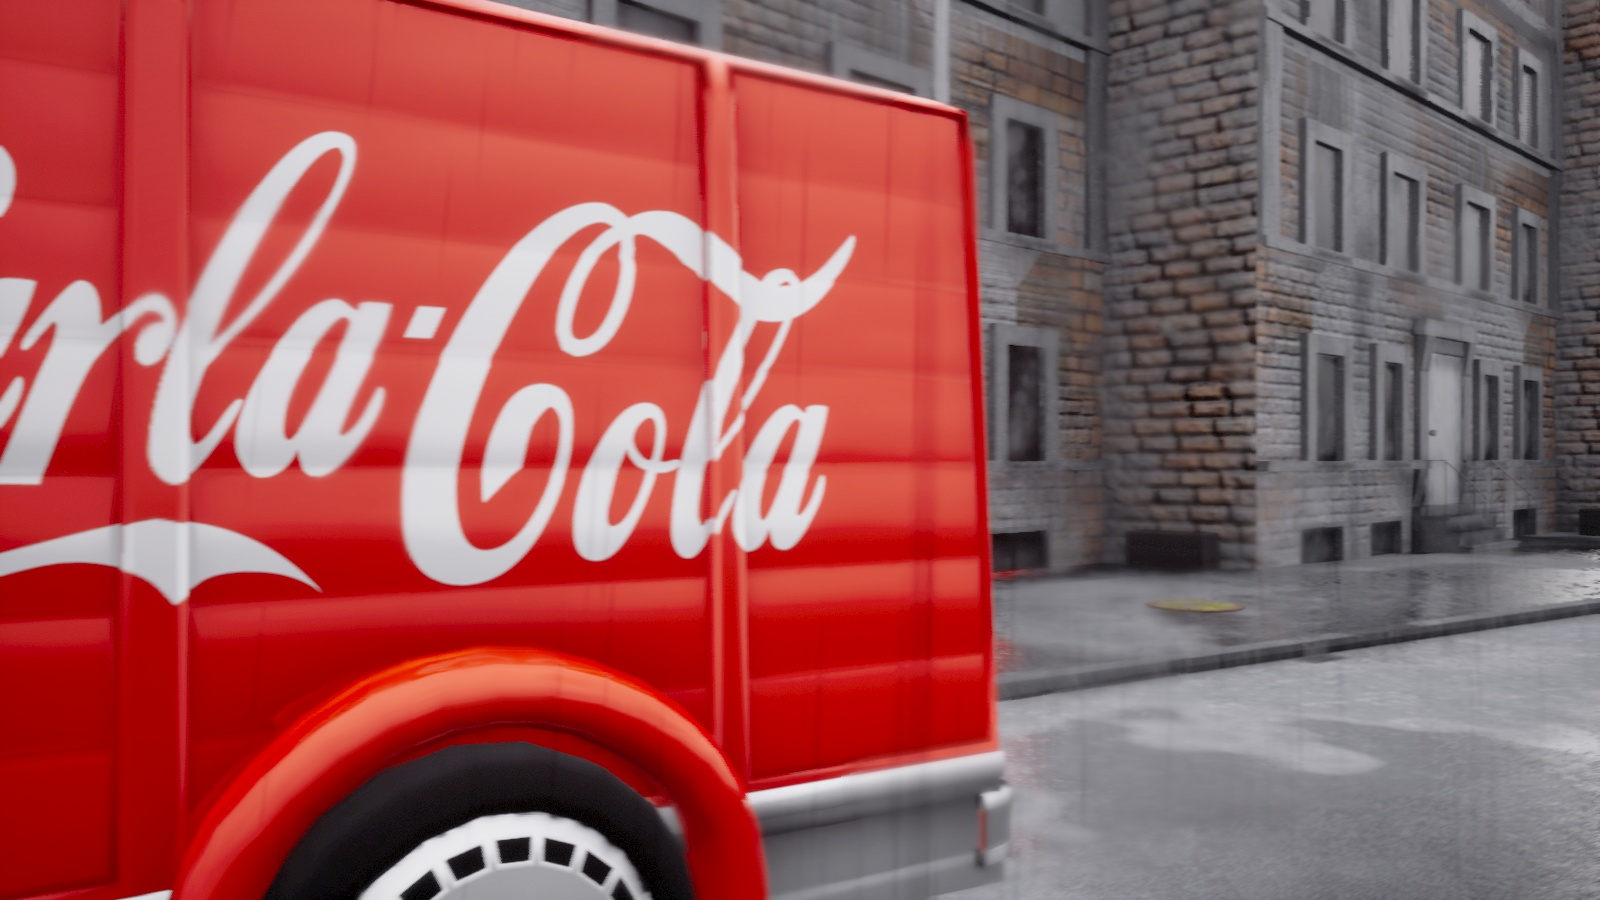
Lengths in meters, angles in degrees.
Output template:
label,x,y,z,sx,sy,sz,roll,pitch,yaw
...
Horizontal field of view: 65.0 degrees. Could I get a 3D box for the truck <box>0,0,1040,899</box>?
label,x,y,z,sx,sy,sz,roll,pitch,yaw
truck,-2.316,0.269,2.657,5.204,2.467,2.627,0,0,-34
